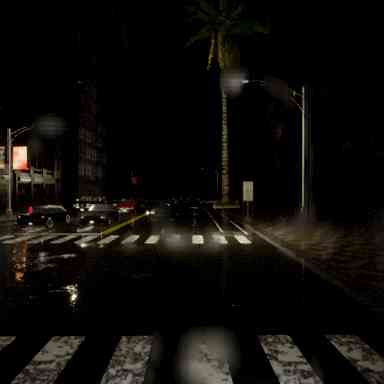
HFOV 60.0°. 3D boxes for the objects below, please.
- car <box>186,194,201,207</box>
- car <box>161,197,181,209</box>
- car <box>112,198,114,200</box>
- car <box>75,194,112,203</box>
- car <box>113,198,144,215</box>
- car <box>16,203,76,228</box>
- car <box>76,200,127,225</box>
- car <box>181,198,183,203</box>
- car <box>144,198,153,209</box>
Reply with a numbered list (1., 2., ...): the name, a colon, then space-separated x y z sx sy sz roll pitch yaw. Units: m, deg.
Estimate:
1. car: 0.229 1.259 53.439 2.150 2.045 5.566 0 0 0
2. car: -2.960 1.586 44.455 1.994 1.385 4.181 0 0 0
3. car: -9.656 1.512 42.959 2.128 1.511 4.902 0 0 0
4. car: -9.708 1.231 32.144 2.150 2.045 5.566 0 0 0
5. car: -6.445 1.537 34.145 1.812 1.442 4.674 0 0 0
6. car: -9.766 1.606 22.386 1.895 1.301 4.718 0 0 1
7. car: -6.495 1.553 24.189 2.033 1.411 5.357 0 0 0
8. car: -2.871 1.630 67.692 1.994 1.385 4.181 0 0 0
9. car: -6.395 1.527 44.575 1.837 1.490 4.892 0 0 0
